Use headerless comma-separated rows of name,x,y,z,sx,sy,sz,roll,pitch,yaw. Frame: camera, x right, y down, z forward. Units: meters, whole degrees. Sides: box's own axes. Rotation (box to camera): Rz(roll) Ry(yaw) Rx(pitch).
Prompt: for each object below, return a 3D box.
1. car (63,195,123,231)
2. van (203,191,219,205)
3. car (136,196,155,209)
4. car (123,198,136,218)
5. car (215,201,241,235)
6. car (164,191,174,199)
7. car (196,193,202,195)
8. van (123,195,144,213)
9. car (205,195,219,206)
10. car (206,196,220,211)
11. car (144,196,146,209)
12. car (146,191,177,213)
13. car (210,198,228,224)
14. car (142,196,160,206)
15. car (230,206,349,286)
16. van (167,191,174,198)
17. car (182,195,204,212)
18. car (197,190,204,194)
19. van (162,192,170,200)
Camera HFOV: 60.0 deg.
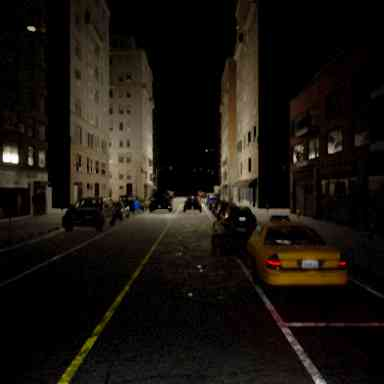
car,-5.857,1.190,19.681,2.192,1.841,5.009,0,0,0
van,2.670,1.066,42.370,1.690,1.788,3.998,0,0,0
car,-5.856,1.251,42.187,1.752,1.417,4.829,0,0,0
car,-5.857,1.390,25.350,2.008,1.369,4.403,0,0,0
car,2.669,1.441,19.695,1.947,1.339,4.313,0,0,0
car,-5.853,0.710,86.389,2.192,1.841,5.009,0,0,0
car,0.051,1.261,46.114,1.994,1.385,4.181,0,0,0
van,-5.857,1.145,31.017,1.690,1.788,3.998,0,0,0
car,2.670,1.347,36.702,1.802,1.307,4.206,0,0,0
car,2.669,1.354,31.032,2.008,1.369,4.403,0,0,0
car,-5.856,1.292,36.517,1.752,1.417,4.829,0,0,0
car,-3.091,1.003,34.378,2.150,2.045,5.566,0,0,0
car,2.669,1.405,25.364,1.947,1.339,4.313,0,0,0
car,-5.855,1.234,48.024,2.008,1.369,4.403,0,0,0
car,2.351,1.398,9.186,1.801,1.575,5.366,0,0,0
van,-5.853,0.691,91.974,1.690,1.788,3.998,0,0,0
car,0.065,1.306,34.474,1.812,1.442,4.674,0,0,0
car,2.672,0.921,75.235,1.967,1.590,4.097,0,0,0
van,-5.854,0.823,75.217,1.690,1.788,3.998,0,0,0
